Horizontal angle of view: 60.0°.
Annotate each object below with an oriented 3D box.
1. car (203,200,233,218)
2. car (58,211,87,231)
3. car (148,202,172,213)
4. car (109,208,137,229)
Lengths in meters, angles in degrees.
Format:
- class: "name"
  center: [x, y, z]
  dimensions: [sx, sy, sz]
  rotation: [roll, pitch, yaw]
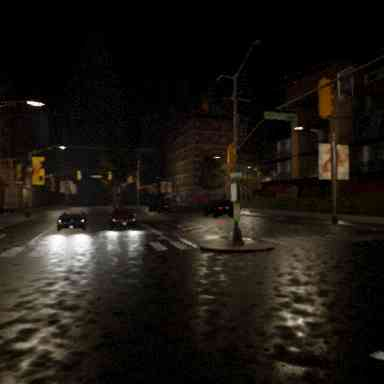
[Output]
- class: "car"
  center: [3.062, 1.906, 38.242]
  dimensions: [2.150, 2.045, 5.566]
  rotation: [0, -1, -16]
- class: "car"
  center: [-8.671, 2.056, 24.338]
  dimensions: [1.895, 1.301, 4.718]
  rotation: [0, -1, -16]
- class: "car"
  center: [-4.932, 2.279, 51.039]
  dimensions: [2.097, 1.767, 4.553]
  rotation: [1, -1, -33]
- class: "car"
  center: [-5.403, 1.999, 25.632]
  dimensions: [1.812, 1.442, 4.674]
  rotation: [0, -1, -16]
